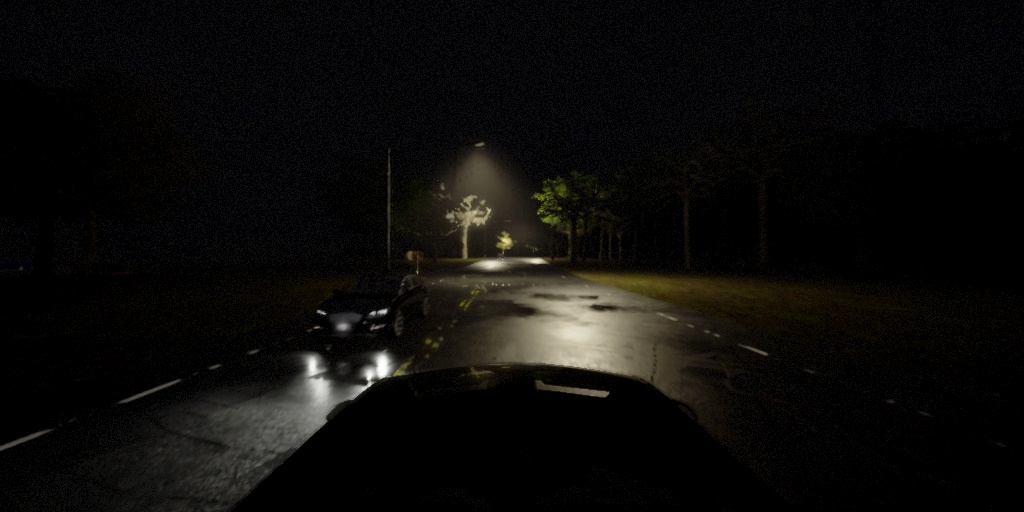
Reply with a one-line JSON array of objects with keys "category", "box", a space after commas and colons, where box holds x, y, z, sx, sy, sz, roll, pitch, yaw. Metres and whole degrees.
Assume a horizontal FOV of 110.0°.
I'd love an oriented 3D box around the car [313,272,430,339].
[{"category": "car", "box": [-3.593, 1.228, 10.014, 2.128, 1.511, 4.902, 0, 0, -1]}]
